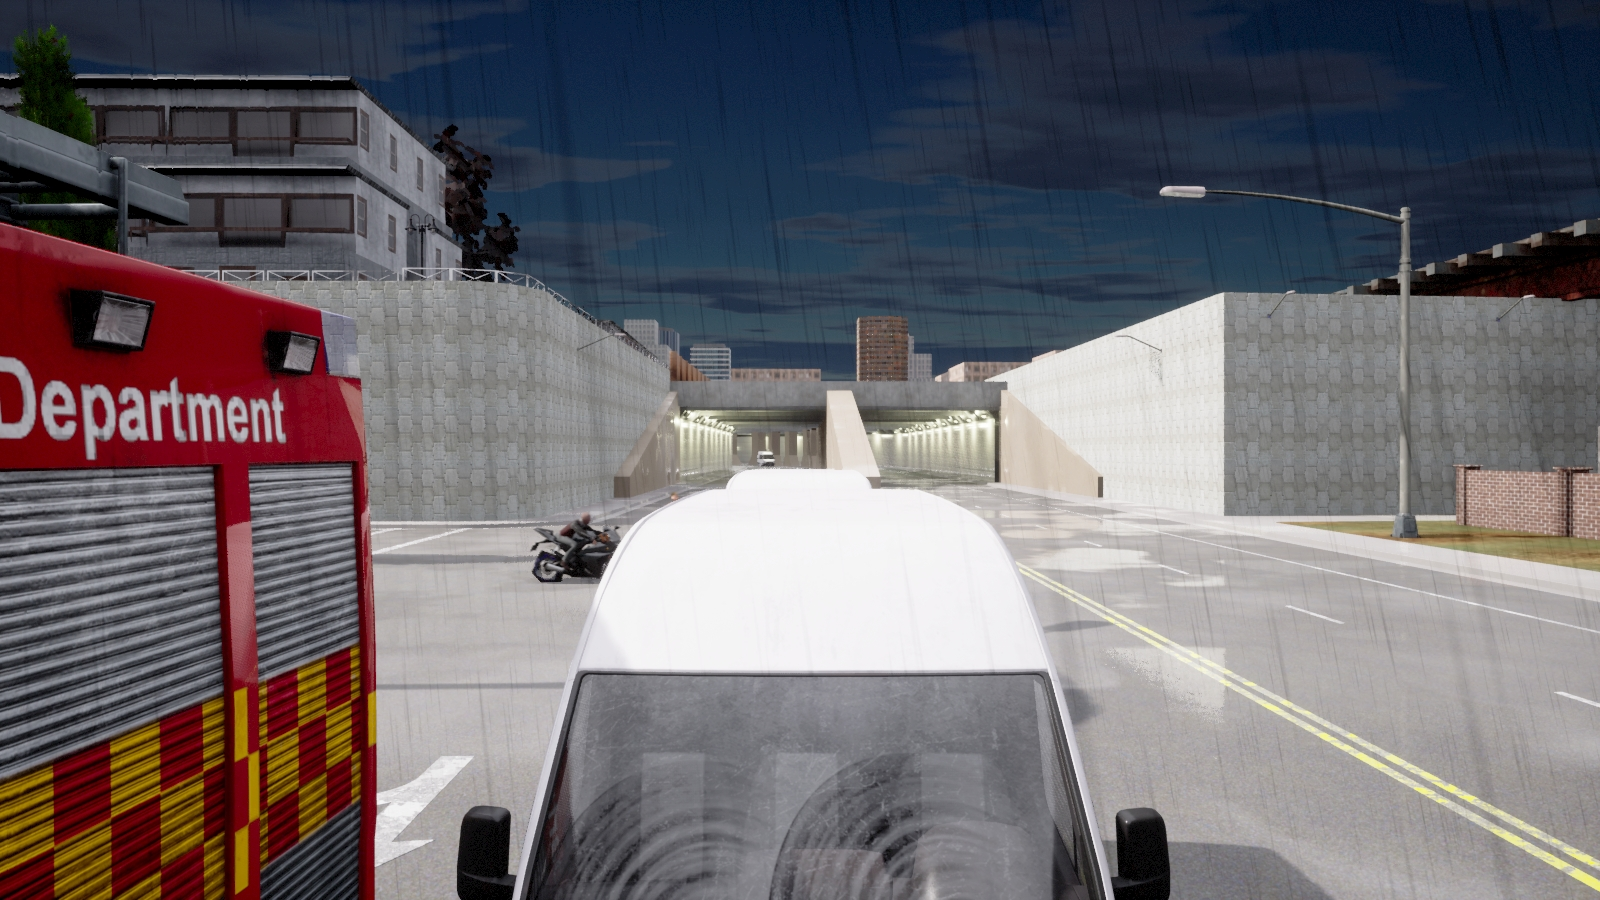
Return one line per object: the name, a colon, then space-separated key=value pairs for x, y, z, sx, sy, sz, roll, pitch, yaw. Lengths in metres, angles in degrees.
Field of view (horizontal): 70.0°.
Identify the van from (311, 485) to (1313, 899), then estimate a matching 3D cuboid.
van: x=0.047 y=1.534 z=5.226 sx=1.988 sy=2.561 sz=5.915 roll=0 pitch=0 yaw=1
